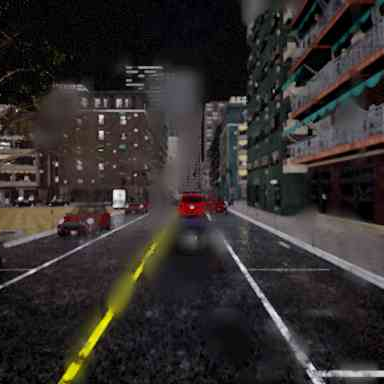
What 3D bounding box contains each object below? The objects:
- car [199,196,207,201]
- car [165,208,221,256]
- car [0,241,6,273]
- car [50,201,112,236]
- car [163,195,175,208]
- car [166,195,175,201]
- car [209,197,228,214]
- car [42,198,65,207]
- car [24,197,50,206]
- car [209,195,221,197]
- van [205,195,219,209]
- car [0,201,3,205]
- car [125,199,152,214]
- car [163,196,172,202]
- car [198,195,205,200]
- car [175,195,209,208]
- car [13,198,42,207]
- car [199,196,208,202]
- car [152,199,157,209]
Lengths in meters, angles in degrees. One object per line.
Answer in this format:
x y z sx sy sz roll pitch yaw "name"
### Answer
2.656 1.582 83.582 1.947 1.339 4.313 0 0 0 "car"
0.045 1.560 13.186 1.994 1.385 4.181 0 0 0 "car"
-5.699 1.548 6.969 2.008 1.369 4.403 0 0 0 "car"
-5.703 1.434 18.024 1.967 1.590 4.097 0 0 0 "car"
-3.037 1.545 47.932 2.033 1.411 5.357 0 0 0 "car"
-5.727 1.586 89.115 1.947 1.339 4.313 0 0 0 "car"
2.673 1.540 34.608 1.887 1.381 4.507 0 0 0 "car"
-22.422 1.887 56.411 4.403 1.369 2.008 -1 1 0 "car"
-30.294 1.827 64.988 4.097 1.590 1.967 -1 1 0 "car"
2.669 1.311 40.136 2.192 1.841 5.009 0 0 0 "car"
2.667 1.339 45.664 1.690 1.788 3.998 0 0 0 "van"
-39.194 2.098 64.874 4.206 1.307 1.802 -1 1 0 "car"
-5.709 1.435 34.606 1.967 1.590 4.097 0 0 0 "car"
-5.723 1.577 78.068 1.947 1.339 4.313 0 0 0 "car"
2.652 1.571 94.629 1.887 1.381 4.507 0 0 0 "car"
0.028 1.217 26.839 2.150 2.045 5.566 0 0 1 "car"
-27.991 1.968 56.368 4.403 1.369 2.008 -1 1 0 "car"
2.658 1.594 78.058 1.802 1.307 4.206 0 0 0 "car"
-5.712 1.579 45.662 1.802 1.307 4.206 0 0 0 "car"
